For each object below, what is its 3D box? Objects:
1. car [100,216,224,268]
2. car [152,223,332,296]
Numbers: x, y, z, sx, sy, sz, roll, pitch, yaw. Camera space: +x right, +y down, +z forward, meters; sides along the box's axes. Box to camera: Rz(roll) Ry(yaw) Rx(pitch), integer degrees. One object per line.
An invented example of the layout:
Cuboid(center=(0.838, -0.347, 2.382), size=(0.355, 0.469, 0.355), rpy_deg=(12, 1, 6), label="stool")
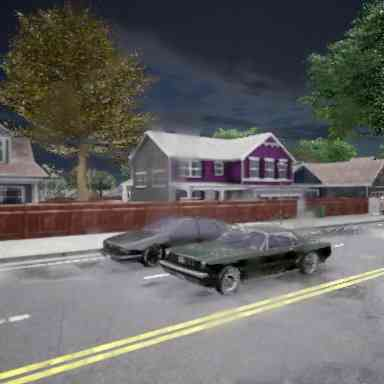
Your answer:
Cuboid(center=(-0.309, 1.546, 11.448), size=(5.357, 1.411, 2.033), rpy_deg=(0, 0, -36), label="car")
Cuboid(center=(1.556, 1.599, 8.786), size=(4.718, 1.301, 1.895), rpy_deg=(0, 0, -35), label="car")
